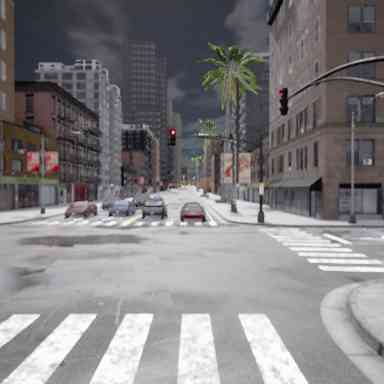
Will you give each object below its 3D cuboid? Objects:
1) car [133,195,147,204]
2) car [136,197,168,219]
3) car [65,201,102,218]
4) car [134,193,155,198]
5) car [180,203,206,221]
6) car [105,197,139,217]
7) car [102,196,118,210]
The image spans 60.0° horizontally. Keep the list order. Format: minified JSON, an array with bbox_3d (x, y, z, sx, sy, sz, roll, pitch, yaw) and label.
[{"bbox_3d":[-9.817,1.446,62.805,1.882,1.535,5.008,0,0,0],"label":"car"},{"bbox_3d":[-3.168,1.488,28.951,2.128,1.511,4.902,0,0,0],"label":"car"},{"bbox_3d":[-9.866,1.523,30.005,1.812,1.442,4.674,0,0,0],"label":"car"},{"bbox_3d":[-6.621,1.215,43.984,2.150,2.045,5.566,0,0,0],"label":"car"},{"bbox_3d":[0.083,1.561,27.269,1.994,1.385,4.181,0,0,0],"label":"car"},{"bbox_3d":[-6.621,1.522,31.787,1.812,1.442,4.674,0,0,0],"label":"car"},{"bbox_3d":[-9.871,1.345,41.754,2.097,1.767,4.553,0,0,0],"label":"car"}]
